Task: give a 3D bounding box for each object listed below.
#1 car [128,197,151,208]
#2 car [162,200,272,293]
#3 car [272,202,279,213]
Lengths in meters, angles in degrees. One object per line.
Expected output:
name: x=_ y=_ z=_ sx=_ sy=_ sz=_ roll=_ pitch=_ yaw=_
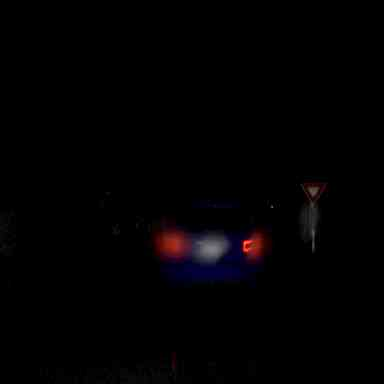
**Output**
car: x=-6.835 y=1.421 z=46.285 sx=5.008 sy=1.535 sz=1.882 roll=0 pitch=-1 yaw=-1
car: x=0.644 y=1.210 z=9.033 sx=2.150 sy=2.045 sz=5.566 roll=0 pitch=0 yaw=6
car: x=7.756 y=1.519 z=36.011 sx=1.994 sy=1.385 sz=4.181 roll=0 pitch=0 yaw=-12
